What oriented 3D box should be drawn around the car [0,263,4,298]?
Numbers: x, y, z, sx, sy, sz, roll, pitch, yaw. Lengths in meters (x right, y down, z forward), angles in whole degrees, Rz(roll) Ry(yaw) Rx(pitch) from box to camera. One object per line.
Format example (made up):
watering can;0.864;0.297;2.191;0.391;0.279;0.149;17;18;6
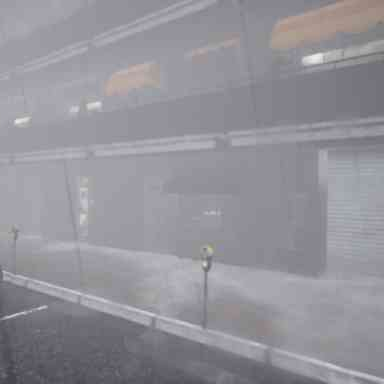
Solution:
car;-5.512;1.544;6.792;4.403;1.369;2.008;0;1;36
